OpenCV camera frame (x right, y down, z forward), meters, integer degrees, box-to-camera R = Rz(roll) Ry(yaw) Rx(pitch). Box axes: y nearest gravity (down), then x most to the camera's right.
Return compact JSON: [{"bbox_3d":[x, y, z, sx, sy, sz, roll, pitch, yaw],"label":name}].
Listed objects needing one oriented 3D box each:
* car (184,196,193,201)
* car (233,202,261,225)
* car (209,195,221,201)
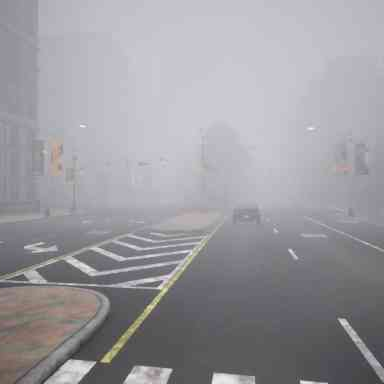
[{"bbox_3d":[-0.923,1.595,85.445,1.895,1.301,4.718,0,0,9],"label":"car"},{"bbox_3d":[4.028,1.478,24.501,1.882,1.535,5.008,0,0,10],"label":"car"},{"bbox_3d":[5.324,1.478,81.859,1.882,1.535,5.008,0,0,9],"label":"car"}]
